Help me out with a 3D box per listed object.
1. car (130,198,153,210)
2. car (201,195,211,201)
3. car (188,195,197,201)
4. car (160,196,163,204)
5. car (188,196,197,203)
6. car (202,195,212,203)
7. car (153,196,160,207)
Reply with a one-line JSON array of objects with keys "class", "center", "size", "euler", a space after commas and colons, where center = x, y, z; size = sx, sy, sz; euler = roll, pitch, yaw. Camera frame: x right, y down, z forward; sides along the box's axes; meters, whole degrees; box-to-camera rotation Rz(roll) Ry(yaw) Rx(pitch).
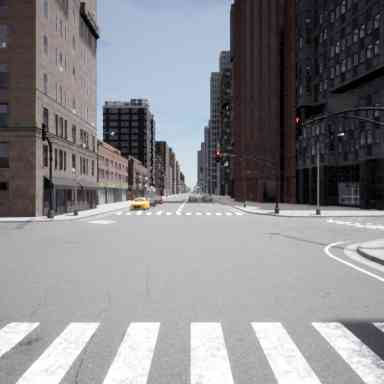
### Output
[{"class": "car", "center": [-6.542, 1.484, 42.163], "size": [1.882, 1.535, 5.008], "euler": [0, 0, 0]}, {"class": "car", "center": [3.358, 1.496, 81.356], "size": [2.128, 1.511, 4.902], "euler": [0, 0, 0]}, {"class": "car", "center": [0.109, 1.553, 82.100], "size": [1.994, 1.385, 4.181], "euler": [0, 0, 0]}, {"class": "car", "center": [-6.481, 1.485, 61.834], "size": [1.882, 1.535, 5.008], "euler": [0, 0, 0]}, {"class": "car", "center": [0.119, 1.523, 71.786], "size": [2.128, 1.511, 4.902], "euler": [0, 0, 0]}, {"class": "car", "center": [3.344, 1.529, 70.936], "size": [2.128, 1.511, 4.902], "euler": [0, 0, 0]}, {"class": "car", "center": [-6.515, 1.571, 51.413], "size": [1.994, 1.385, 4.181], "euler": [0, 0, 1]}]
